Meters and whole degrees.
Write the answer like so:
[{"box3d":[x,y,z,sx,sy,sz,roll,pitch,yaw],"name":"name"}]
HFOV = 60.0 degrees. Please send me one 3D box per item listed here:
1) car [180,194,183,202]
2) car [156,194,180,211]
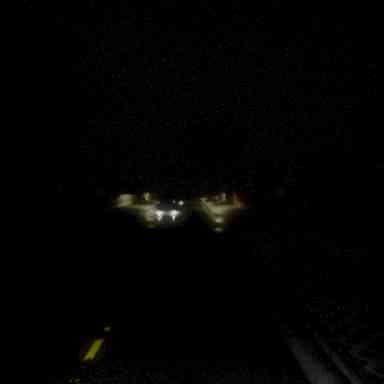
[{"box3d":[-2.742,1.027,63.070,1.882,1.535,5.008,0,0,0],"name":"car"},{"box3d":[-2.746,1.113,37.265,2.097,1.767,4.553,0,0,0],"name":"car"}]
